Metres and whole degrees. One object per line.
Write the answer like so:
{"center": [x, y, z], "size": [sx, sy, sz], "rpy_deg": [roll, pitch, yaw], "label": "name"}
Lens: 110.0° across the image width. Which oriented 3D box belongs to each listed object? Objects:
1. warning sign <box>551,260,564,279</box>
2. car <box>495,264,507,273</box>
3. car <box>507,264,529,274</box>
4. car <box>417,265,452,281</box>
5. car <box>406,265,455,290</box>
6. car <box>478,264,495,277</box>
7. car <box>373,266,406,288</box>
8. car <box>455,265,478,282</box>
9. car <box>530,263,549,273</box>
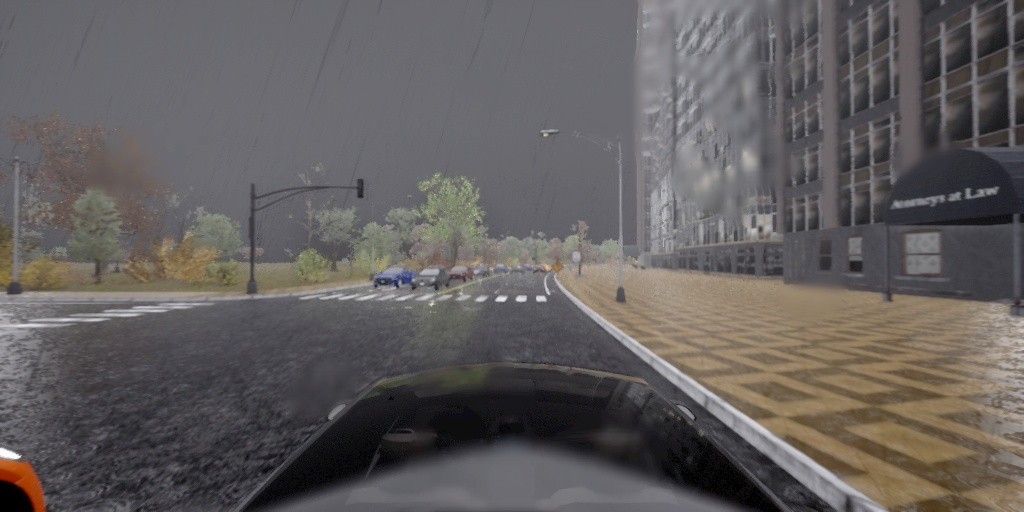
{"center": [4.415, 1.314, 34.816], "size": [1.300, 1.860, 1.060], "rpy_deg": [0, 0, 5], "label": "warning sign"}
{"center": [-1.835, 2.049, 59.809], "size": [1.812, 1.442, 4.674], "rpy_deg": [0, -1, 9], "label": "car"}
{"center": [0.996, 2.037, 56.838], "size": [2.033, 1.411, 5.357], "rpy_deg": [0, -1, 9], "label": "car"}
{"center": [-8.020, 1.703, 37.622], "size": [2.128, 1.511, 4.902], "rpy_deg": [0, -1, 6], "label": "car"}
{"center": [-5.735, 1.584, 25.805], "size": [1.812, 1.442, 4.674], "rpy_deg": [0, -1, 4], "label": "car"}
{"center": [-3.928, 1.812, 45.114], "size": [2.128, 1.511, 4.902], "rpy_deg": [0, -1, 7], "label": "car"}
{"center": [-8.866, 1.554, 27.575], "size": [1.882, 1.535, 5.008], "rpy_deg": [0, -1, 4], "label": "car"}
{"center": [-5.002, 1.661, 35.009], "size": [1.882, 1.535, 5.008], "rpy_deg": [0, -1, 5], "label": "car"}
{"center": [4.499, 2.105, 57.309], "size": [1.895, 1.301, 4.718], "rpy_deg": [0, -1, 9], "label": "car"}
